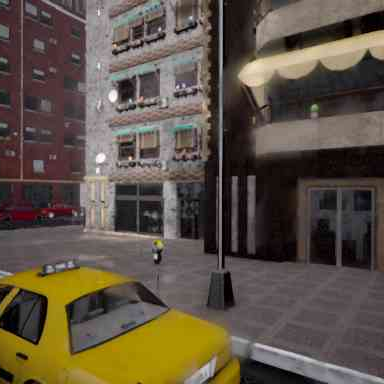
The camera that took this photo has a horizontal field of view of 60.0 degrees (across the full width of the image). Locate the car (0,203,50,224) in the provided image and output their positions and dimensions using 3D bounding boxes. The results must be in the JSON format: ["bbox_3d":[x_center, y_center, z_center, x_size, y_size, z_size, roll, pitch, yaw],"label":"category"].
[{"bbox_3d":[-14.654,1.841,27.914,1.994,1.385,4.181,0,-1,35],"label":"car"}]

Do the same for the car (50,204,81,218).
[{"bbox_3d":[-13.531,1.913,34.033,1.887,1.381,4.507,-1,-2,35],"label":"car"}]

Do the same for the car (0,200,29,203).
[{"bbox_3d":[-16.807,1.581,29.380,2.192,1.841,5.009,-1,-2,35],"label":"car"}]

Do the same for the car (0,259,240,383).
[{"bbox_3d":[-1.810,1.524,4.147,4.829,1.417,1.752,0,0,35],"label":"car"}]
